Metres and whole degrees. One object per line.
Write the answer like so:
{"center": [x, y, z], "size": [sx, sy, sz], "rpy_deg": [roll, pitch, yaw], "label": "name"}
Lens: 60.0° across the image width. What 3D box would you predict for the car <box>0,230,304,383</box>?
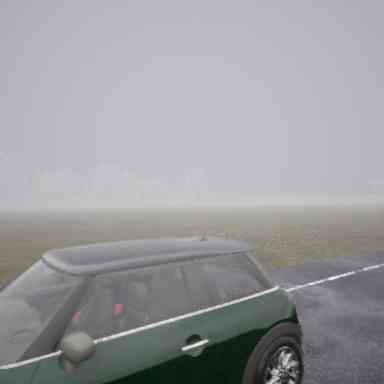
{"center": [-0.985, 1.351, 3.296], "size": [4.553, 1.767, 2.097], "rpy_deg": [0, 0, -36], "label": "car"}
